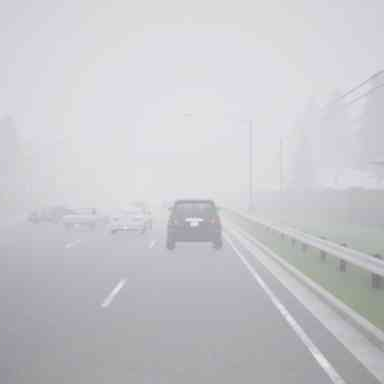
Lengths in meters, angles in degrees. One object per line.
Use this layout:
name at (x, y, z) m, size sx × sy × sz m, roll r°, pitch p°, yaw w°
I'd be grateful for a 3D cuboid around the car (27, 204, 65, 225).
car at (-10.409, 1.638, 25.161) m, size 2.033 × 1.411 × 5.357 m, roll 0°, pitch 0°, yaw 0°

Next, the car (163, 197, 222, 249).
car at (0.094, 1.277, 14.921) m, size 2.150 × 2.045 × 5.566 m, roll 0°, pitch 0°, yaw 0°

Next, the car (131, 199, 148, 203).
car at (-6.913, 1.638, 44.219) m, size 1.882 × 1.535 × 5.008 m, roll 0°, pitch 0°, yaw 0°

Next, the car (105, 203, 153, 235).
car at (-3.404, 1.596, 19.321) m, size 1.812 × 1.442 × 4.674 m, roll 0°, pitch 0°, yaw 0°

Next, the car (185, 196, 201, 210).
car at (0.086, 1.518, 45.854) m, size 2.097 × 1.767 × 4.553 m, roll 0°, pitch 0°, yaw 0°

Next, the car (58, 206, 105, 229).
car at (-6.908, 1.681, 22.201) m, size 1.895 × 1.301 × 4.718 m, roll 0°, pitch 0°, yaw 0°
